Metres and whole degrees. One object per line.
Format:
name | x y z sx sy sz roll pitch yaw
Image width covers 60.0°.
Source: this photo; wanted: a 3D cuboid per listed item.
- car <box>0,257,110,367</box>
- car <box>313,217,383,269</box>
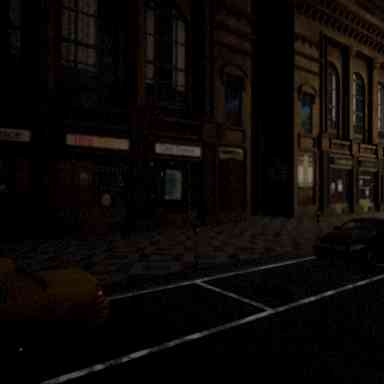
car | -3.548 1.529 4.223 4.829 1.417 1.752 -1 1 -36
car | 5.748 1.501 10.856 4.206 1.307 1.802 -1 1 -36
